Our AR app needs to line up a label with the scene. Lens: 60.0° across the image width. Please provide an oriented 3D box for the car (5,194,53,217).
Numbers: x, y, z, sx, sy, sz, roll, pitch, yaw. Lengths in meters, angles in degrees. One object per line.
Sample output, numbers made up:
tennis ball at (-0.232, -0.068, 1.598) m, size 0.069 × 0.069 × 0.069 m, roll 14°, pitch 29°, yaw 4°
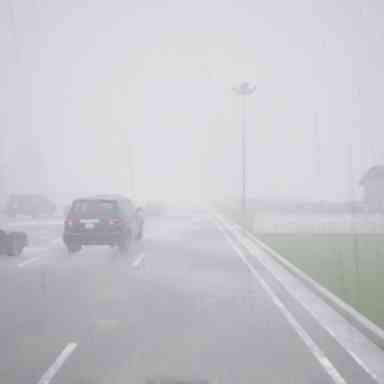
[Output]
car at (-13.906, 1.195, 28.913) m, size 2.150 × 2.045 × 5.566 m, roll 0°, pitch 0°, yaw 0°

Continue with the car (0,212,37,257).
car at (-6.918, 1.539, 9.800) m, size 2.033 × 1.411 × 5.357 m, roll 0°, pitch 0°, yaw 0°

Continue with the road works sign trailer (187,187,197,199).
road works sign trailer at (0.001, 0.382, 86.260) m, size 2.380 × 3.560 × 2.880 m, roll 0°, pitch 0°, yaw 0°

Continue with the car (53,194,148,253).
car at (-3.407, 1.209, 13.751) m, size 2.150 × 2.045 × 5.566 m, roll 0°, pitch 0°, yaw 0°

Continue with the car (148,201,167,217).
car at (-3.407, 1.535, 30.435) m, size 1.994 × 1.385 × 4.181 m, roll 0°, pitch 0°, yaw 0°

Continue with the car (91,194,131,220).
car at (-6.906, 1.194, 28.961) m, size 2.150 × 2.045 × 5.566 m, roll 0°, pitch 0°, yaw 0°

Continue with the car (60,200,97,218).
car at (-10.405, 1.496, 30.912) m, size 1.812 × 1.442 × 4.674 m, roll 0°, pitch 0°, yaw 0°
